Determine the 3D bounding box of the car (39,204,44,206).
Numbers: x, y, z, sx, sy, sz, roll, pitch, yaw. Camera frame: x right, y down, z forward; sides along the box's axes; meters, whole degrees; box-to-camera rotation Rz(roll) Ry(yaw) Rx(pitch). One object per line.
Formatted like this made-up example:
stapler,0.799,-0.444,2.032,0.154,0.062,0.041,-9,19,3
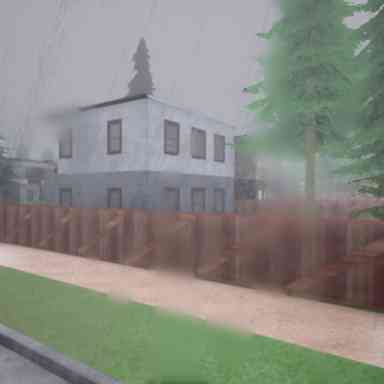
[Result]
car,-13.330,1.378,33.719,1.882,1.535,5.008,0,0,23
